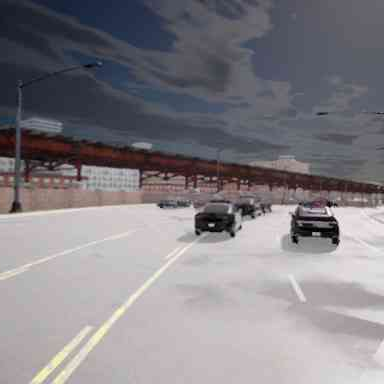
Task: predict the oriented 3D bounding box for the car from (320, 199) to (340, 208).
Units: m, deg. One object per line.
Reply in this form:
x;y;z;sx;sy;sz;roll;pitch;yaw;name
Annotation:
24.492;2.060;58.947;1.837;1.490;4.892;1;-2;40;car

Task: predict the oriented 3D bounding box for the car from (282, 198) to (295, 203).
20.486;1.987;70.060;1.812;1.442;4.674;1;-2;40;car

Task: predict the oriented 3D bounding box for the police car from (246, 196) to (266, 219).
4.281;1.138;26.247;1.930;1.638;5.238;1;1;20;police car

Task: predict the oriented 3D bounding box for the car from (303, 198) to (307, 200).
17.392;1.642;49.598;1.994;1.385;4.181;1;-2;37;car

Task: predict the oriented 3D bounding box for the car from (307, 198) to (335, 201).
15.522;1.415;39.890;1.994;1.385;4.181;0;-1;30;car

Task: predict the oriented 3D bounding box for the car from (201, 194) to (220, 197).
1.840;0.969;35.949;2.097;1.767;4.553;1;0;24;car

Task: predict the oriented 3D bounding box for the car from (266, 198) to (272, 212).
6.331;1.197;31.520;1.837;1.490;4.892;1;0;23;car

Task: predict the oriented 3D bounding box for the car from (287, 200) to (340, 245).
5.465;1.359;15.061;2.128;1.511;4.902;0;1;16;car

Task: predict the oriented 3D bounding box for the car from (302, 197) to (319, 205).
24.983;1.955;69.949;1.837;1.490;4.892;1;-2;40;car

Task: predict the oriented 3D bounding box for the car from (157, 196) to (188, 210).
-1.826;1.116;36.379;2.033;1.411;5.357;1;0;23;car

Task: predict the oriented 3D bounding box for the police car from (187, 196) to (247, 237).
1.480;1.218;17.063;1.930;1.638;5.238;1;1;14;police car
